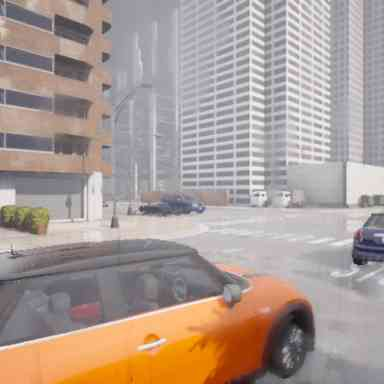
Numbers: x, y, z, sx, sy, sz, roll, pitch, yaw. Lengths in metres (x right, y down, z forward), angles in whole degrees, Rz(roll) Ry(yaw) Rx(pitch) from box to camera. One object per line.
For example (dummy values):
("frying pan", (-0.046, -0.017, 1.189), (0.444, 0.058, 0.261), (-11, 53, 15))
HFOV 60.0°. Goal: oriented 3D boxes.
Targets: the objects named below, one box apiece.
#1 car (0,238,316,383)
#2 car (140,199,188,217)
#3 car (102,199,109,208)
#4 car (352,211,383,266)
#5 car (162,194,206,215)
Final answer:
("car", (-0.531, 1.351, 3.922), (4.553, 1.767, 2.097), (0, 0, -38))
("car", (-2.946, 1.650, 31.963), (1.895, 1.301, 4.718), (0, 0, -44))
("car", (-13.868, 1.555, 48.327), (1.837, 1.490, 4.892), (0, -1, -44))
("car", (6.898, 1.347, 10.594), (4.553, 1.767, 2.097), (0, 0, -44))
("car", (-1.069, 1.269, 35.056), (2.150, 2.045, 5.566), (0, 0, -44))
